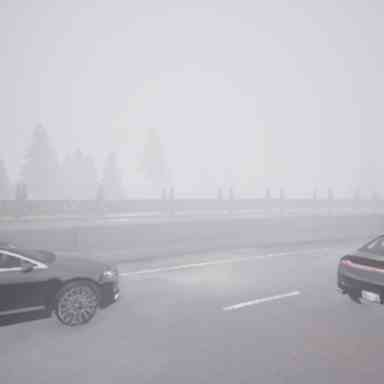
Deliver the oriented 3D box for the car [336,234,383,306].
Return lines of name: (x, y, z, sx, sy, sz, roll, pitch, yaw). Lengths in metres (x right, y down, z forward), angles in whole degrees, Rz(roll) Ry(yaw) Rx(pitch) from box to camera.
car: (5.017, 1.505, 6.677, 4.902, 1.511, 2.128, 0, 0, -31)

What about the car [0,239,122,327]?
car: (-3.593, 1.455, 5.334, 4.902, 1.511, 2.128, 0, 0, -35)
